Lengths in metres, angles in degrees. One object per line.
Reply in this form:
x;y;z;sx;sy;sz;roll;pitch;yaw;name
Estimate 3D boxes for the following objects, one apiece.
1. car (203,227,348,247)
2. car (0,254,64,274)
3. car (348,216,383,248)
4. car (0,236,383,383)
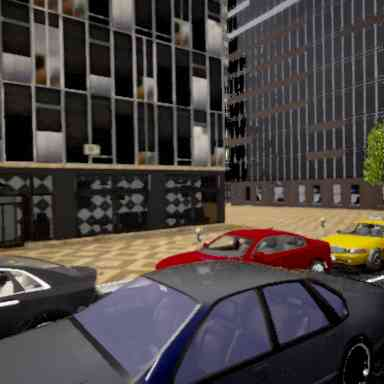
1.301;1.521;7.466;4.507;1.381;1.887;0;-1;-35;car
-3.336;1.553;4.157;4.403;1.369;2.008;0;-1;-35;car
5.800;1.478;10.678;4.829;1.417;1.752;0;-1;-35;car
0.163;1.538;3.495;5.357;1.411;2.033;0;0;-36;car
